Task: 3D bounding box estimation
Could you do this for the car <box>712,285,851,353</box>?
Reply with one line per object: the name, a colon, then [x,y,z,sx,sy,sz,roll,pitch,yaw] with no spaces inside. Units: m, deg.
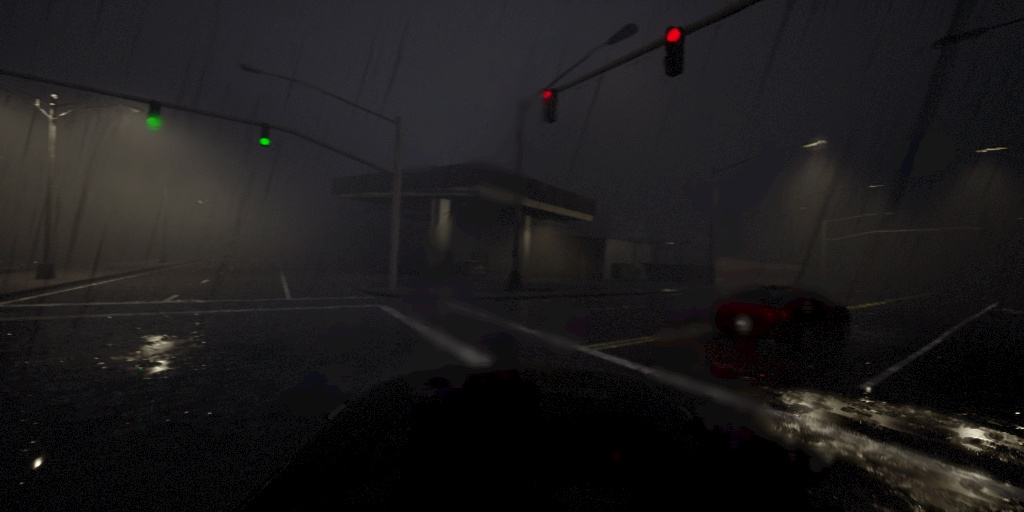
car: [7.641,1.572,10.023,5.008,1.535,1.882,3,0,-33]
